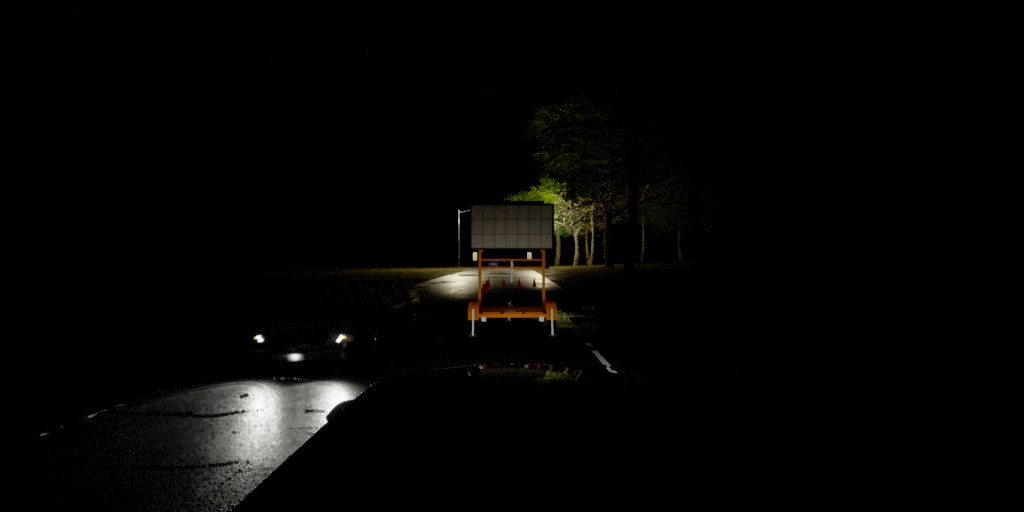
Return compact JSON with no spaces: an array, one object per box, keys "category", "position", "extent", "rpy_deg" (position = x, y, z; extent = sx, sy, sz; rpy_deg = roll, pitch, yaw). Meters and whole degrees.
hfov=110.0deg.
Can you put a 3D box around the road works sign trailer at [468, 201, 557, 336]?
[{"category":"road works sign trailer","position":[-0.008,0.222,10.379],"extent":[2.380,3.560,2.880],"rpy_deg":[0,0,-1]}]

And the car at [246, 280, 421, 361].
[{"category":"car","position":[-3.617,1.303,8.623],"extent":[2.033,1.411,5.357],"rpy_deg":[0,0,0]}]
